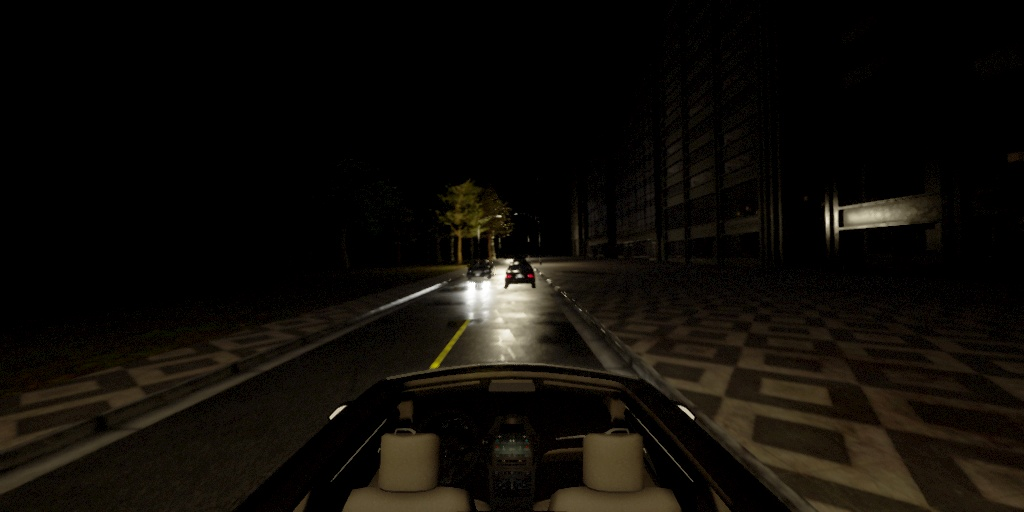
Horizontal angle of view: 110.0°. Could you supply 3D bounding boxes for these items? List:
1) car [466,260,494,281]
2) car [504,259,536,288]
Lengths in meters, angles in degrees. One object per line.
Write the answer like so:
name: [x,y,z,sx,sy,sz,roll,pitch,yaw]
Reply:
car: [-2.468,1.084,28.686,2.128,1.511,4.902,-1,1,1]
car: [0.498,1.127,22.132,2.033,1.411,5.357,-1,0,2]
